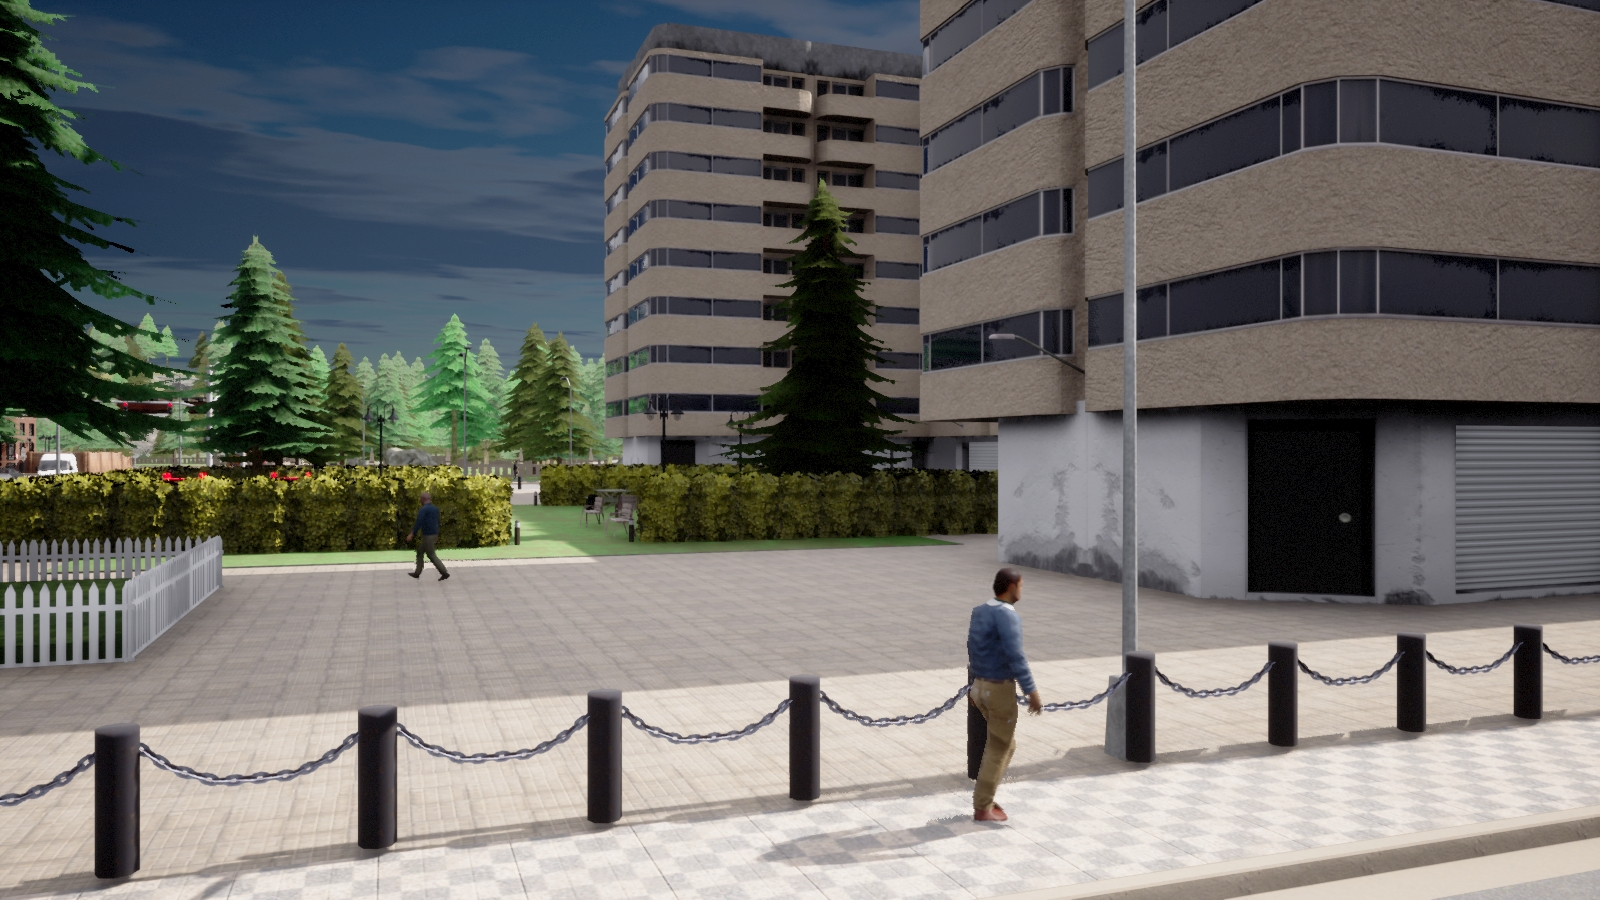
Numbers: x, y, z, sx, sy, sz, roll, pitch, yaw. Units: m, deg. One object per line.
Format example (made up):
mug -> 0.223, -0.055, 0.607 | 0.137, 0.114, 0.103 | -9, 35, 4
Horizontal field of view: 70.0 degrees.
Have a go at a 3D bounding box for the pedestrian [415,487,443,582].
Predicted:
pedestrian -> -7.393, 1.682, 22.776 | 0.375, 1.860, 0.375 | 0, 0, 15

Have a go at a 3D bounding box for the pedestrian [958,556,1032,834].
pedestrian -> 1.371, 1.699, 8.060 | 0.375, 1.860, 0.375 | 0, 0, -21

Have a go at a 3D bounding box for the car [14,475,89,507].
car -> -38.243, 2.063, 58.523 | 2.163, 1.488, 4.792 | 0, 0, -20

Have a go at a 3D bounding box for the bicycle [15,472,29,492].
bicycle -> -52.135, 2.156, 76.587 | 0.373, 1.296, 1.643 | 0, 1, -20
